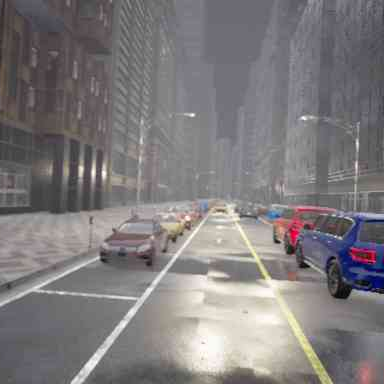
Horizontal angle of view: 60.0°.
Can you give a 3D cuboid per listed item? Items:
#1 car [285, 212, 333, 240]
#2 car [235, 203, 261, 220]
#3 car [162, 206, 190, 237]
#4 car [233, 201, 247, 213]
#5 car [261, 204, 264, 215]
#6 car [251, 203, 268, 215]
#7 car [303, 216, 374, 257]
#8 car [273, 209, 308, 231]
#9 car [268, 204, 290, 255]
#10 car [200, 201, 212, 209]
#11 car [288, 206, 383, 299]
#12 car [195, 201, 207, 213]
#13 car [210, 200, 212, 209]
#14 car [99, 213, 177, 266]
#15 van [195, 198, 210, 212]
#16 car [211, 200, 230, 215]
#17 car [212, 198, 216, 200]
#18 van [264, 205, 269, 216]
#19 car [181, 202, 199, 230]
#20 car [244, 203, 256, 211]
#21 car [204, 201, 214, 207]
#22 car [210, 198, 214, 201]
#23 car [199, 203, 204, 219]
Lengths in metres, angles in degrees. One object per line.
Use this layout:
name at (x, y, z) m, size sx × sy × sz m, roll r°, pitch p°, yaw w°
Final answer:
car at (7.637, 2.187, 22.217) m, size 1.887 × 1.381 × 4.507 m, roll 3°, pitch -1°, yaw 5°
car at (6.324, 2.326, 37.776) m, size 1.994 × 1.385 × 4.181 m, roll 3°, pitch -1°, yaw 5°
car at (-1.364, 1.662, 17.236) m, size 1.752 × 1.417 × 4.829 m, roll 3°, pitch -1°, yaw 5°
car at (7.300, 2.509, 49.095) m, size 1.994 × 1.385 × 4.181 m, roll 3°, pitch -1°, yaw 5°
car at (9.660, 2.553, 44.531) m, size 1.887 × 1.381 × 4.507 m, roll 3°, pitch -1°, yaw 5°
car at (10.171, 2.540, 50.110) m, size 1.967 × 1.590 × 4.097 m, roll 3°, pitch -1°, yaw 5°
car at (7.148, 2.080, 16.807) m, size 1.752 × 1.417 × 4.829 m, roll 3°, pitch -1°, yaw 5°
car at (8.143, 2.279, 27.795) m, size 1.887 × 1.381 × 4.507 m, roll 3°, pitch -1°, yaw 5°
car at (5.157, 1.663, 15.324) m, size 2.150 × 2.045 × 5.566 m, roll 3°, pitch -1°, yaw 5°
car at (2.695, 2.436, 62.030) m, size 1.947 × 1.339 × 4.313 m, roll 3°, pitch -1°, yaw 5°
car at (4.535, 1.559, 9.348) m, size 2.150 × 2.045 × 5.566 m, roll 3°, pitch -1°, yaw 4°
car at (0.168, 1.958, 34.140) m, size 1.887 × 1.381 × 4.507 m, roll 3°, pitch -1°, yaw 5°
car at (1.683, 2.269, 50.874) m, size 1.802 × 1.307 × 4.206 m, roll 3°, pitch -1°, yaw 5°
car at (-1.857, 1.631, 11.826) m, size 1.802 × 1.307 × 4.206 m, roll 3°, pitch -1°, yaw 5°
van at (1.190, 1.938, 45.299) m, size 1.690 × 1.788 × 3.998 m, roll 3°, pitch -1°, yaw 5°
car at (3.893, 2.201, 44.669) m, size 1.882 × 1.535 × 5.008 m, roll 3°, pitch -1°, yaw 5°
car at (3.207, 2.402, 67.610) m, size 1.967 × 1.590 × 4.097 m, roll 3°, pitch -1°, yaw 5°
van at (8.659, 2.167, 33.375) m, size 1.690 × 1.788 × 3.998 m, roll 3°, pitch -1°, yaw 5°
car at (-0.838, 1.671, 22.984) m, size 1.967 × 1.590 × 4.097 m, roll 3°, pitch -1°, yaw 5°
car at (11.682, 2.918, 66.844) m, size 1.887 × 1.381 × 4.507 m, roll 3°, pitch -1°, yaw 5°
car at (3.706, 2.619, 73.186) m, size 1.947 × 1.339 × 4.313 m, roll 3°, pitch -1°, yaw 5°
car at (2.196, 2.219, 56.454) m, size 1.967 × 1.590 × 4.097 m, roll 3°, pitch -1°, yaw 5°
car at (-0.338, 1.867, 28.561) m, size 1.887 × 1.381 × 4.507 m, roll 3°, pitch -1°, yaw 5°
